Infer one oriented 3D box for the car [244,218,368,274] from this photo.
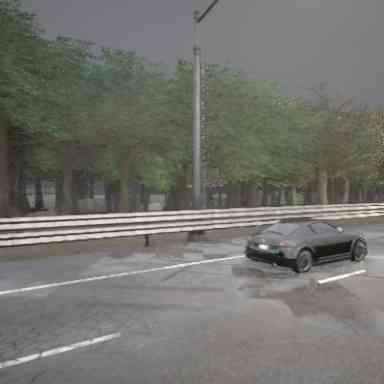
[{"bbox_3d":[3.681,1.531,10.560,4.181,1.385,1.994,0,0,-34],"label":"car"}]
